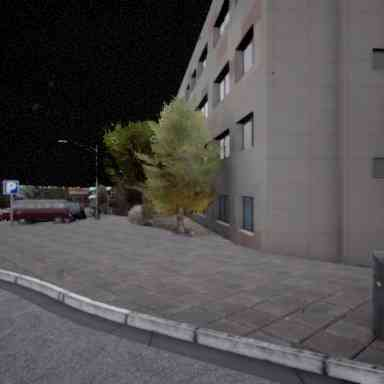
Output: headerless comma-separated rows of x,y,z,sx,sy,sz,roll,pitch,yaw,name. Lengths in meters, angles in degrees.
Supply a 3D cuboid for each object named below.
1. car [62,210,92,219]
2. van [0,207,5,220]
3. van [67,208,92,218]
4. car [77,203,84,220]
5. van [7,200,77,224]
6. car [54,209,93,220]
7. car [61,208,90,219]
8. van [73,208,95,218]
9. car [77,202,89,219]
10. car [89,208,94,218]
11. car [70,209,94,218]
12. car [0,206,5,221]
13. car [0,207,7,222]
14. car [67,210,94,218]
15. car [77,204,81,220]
-20.229,3.908,58.786,4.892,1.521,2.231,0,-4,-14,car
-30.815,3.308,50.021,4.442,1.987,1.878,0,-4,-14,van
-21.734,4.035,64.172,4.442,1.987,1.878,0,-4,-14,van
-13.268,2.146,31.850,5.008,1.535,2.097,0,-4,-15,car
-11.755,1.628,26.457,4.442,1.987,1.878,0,-3,-14,van
-17.953,3.374,50.736,5.366,1.575,1.946,0,-4,-14,car
-19.560,3.605,56.090,4.553,1.767,2.185,0,-4,-14,car
-24.296,4.743,75.028,4.442,1.987,1.878,0,-4,-14,van
-13.982,2.065,34.501,5.566,2.045,2.435,0,-4,-14,car
-16.559,3.020,45.337,5.366,1.575,1.946,0,-4,-14,car
-22.984,4.489,69.602,4.553,1.767,2.185,0,-4,-14,car
-30.033,3.106,47.347,5.566,2.045,2.435,0,-4,-14,car
-23.431,2.817,40.263,1.882,1.535,5.008,0,-3,-14,car
-22.350,4.445,67.006,5.008,1.535,2.097,0,-4,-14,car
-12.532,2.017,29.118,4.792,1.488,2.163,0,-3,-14,car
